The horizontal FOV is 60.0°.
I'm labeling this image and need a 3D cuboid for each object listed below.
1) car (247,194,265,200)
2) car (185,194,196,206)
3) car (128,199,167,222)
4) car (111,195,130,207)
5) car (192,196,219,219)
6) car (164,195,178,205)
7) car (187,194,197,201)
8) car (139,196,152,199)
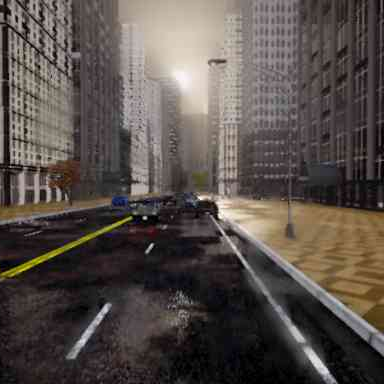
[{"bbox_3d":[15.917,1.251,82.465,4.403,1.369,2.008,1,1,-1],"label":"car"},{"bbox_3d":[0.008,1.218,47.003,2.033,1.411,5.357,0,0,0],"label":"car"},{"bbox_3d":[-3.151,1.428,24.478,1.895,1.301,4.718,0,0,0],"label":"car"},{"bbox_3d":[-9.804,1.155,45.938,1.882,1.535,5.008,0,0,0],"label":"car"},{"bbox_3d":[1.136,1.315,26.966,1.837,1.490,4.892,0,0,0],"label":"car"},{"bbox_3d":[-3.152,1.164,48.558,1.837,1.490,4.892,0,0,0],"label":"car"},{"bbox_3d":[-0.003,1.069,67.096,2.033,1.411,5.357,0,0,0],"label":"car"},{"bbox_3d":[-6.553,1.278,45.936,1.895,1.301,4.718,0,0,1],"label":"car"}]
